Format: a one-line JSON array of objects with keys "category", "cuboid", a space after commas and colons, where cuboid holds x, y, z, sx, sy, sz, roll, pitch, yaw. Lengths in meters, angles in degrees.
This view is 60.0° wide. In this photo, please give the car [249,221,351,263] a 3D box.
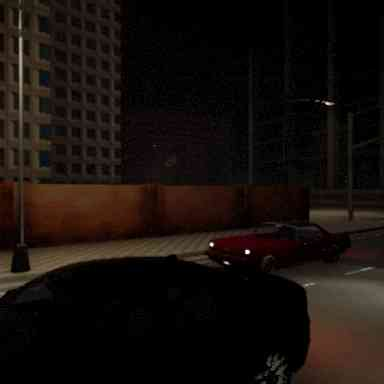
[{"category": "car", "cuboid": [2.736, 1.583, 10.176, 4.718, 1.301, 1.895, 0, 0, -35]}]

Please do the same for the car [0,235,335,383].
[{"category": "car", "cuboid": [-0.910, 1.475, 3.308, 5.008, 1.535, 1.882, 0, 0, -35]}]
